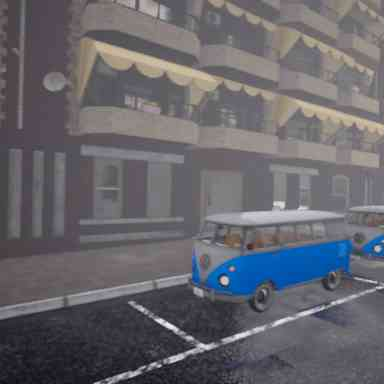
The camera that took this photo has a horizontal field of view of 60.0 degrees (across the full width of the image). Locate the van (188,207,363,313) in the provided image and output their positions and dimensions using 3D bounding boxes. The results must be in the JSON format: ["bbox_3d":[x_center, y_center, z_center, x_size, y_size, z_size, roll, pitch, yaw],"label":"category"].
[{"bbox_3d":[1.841,1.328,7.378,3.998,1.788,1.690,0,2,-35],"label":"van"}]

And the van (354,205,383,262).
[{"bbox_3d":[6.346,1.317,10.589,3.998,1.788,1.690,0,2,-35],"label":"van"}]
